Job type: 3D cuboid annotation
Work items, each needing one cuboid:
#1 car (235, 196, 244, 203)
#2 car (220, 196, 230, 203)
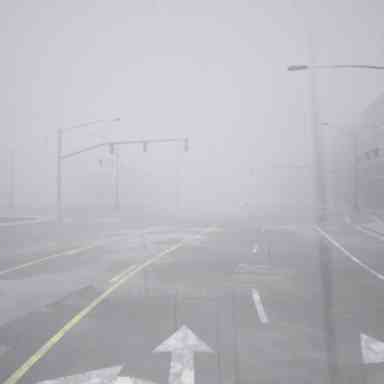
[{"bbox_3d":[11.437,1.750,79.668,1.837,1.490,4.892,0,0,15],"label":"car"},{"bbox_3d":[8.050,1.735,80.551,1.882,1.535,5.008,0,0,15],"label":"car"}]
